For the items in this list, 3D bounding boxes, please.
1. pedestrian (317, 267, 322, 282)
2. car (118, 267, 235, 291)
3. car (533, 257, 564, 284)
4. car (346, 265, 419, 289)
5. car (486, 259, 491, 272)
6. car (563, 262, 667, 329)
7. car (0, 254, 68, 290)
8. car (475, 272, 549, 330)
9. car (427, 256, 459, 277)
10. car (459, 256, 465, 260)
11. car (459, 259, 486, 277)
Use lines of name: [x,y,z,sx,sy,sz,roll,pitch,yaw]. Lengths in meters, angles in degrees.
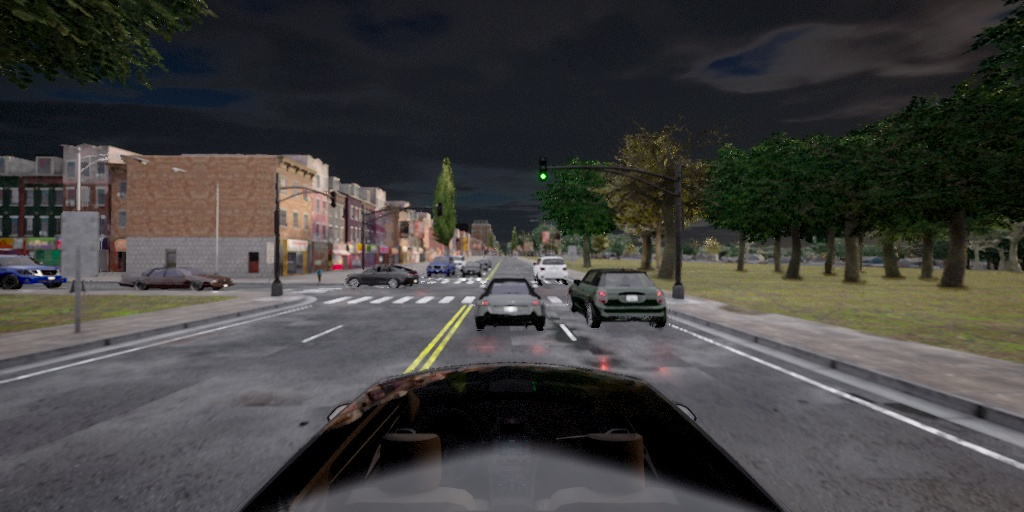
pedestrian: [-14.562,1.423,27.184,0.500,1.100,0.500,0,-1,-1]
car: [-19.701,1.351,21.200,5.357,1.411,2.033,1,0,-4]
car: [2.908,1.082,27.838,2.150,2.045,5.566,0,0,-1]
car: [-8.576,1.370,23.704,4.892,1.490,1.837,0,-2,14]
car: [-4.109,1.331,46.552,1.994,1.385,4.181,0,0,-1]
car: [3.188,1.170,11.755,2.097,1.767,4.553,0,0,-1]
car: [-29.888,0.928,21.072,5.566,2.045,2.150,1,0,-1]
car: [-0.089,1.380,11.417,1.994,1.385,4.181,0,0,-1]
car: [-7.205,1.053,37.089,2.150,2.045,5.566,0,0,-1]
car: [-7.381,0.977,47.740,2.150,2.045,5.566,0,1,-1]
car: [-3.945,1.339,36.612,1.837,1.490,4.892,0,0,-1]
